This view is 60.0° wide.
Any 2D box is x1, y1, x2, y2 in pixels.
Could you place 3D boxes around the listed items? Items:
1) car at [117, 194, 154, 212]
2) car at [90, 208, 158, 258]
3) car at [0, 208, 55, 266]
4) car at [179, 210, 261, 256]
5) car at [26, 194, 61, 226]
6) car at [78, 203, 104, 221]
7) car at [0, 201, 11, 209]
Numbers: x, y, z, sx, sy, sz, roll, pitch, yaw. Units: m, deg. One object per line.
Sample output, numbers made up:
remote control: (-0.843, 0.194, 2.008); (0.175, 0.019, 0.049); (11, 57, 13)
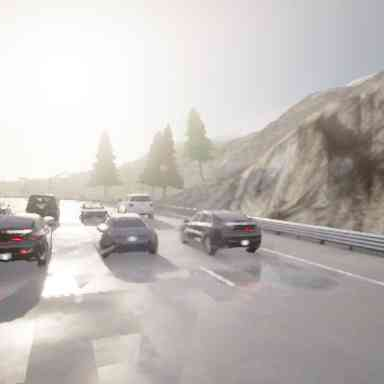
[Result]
car: (-4.815, 1.167, 27.918); (2.150, 2.045, 5.566); (0, 0, -22)
car: (-2.686, 1.534, 12.897); (1.994, 1.385, 4.181); (0, 0, -21)
car: (-5.704, 1.466, 10.970); (1.837, 1.490, 4.892); (0, -1, -20)
car: (0.911, 1.485, 13.269); (1.837, 1.490, 4.892); (0, -1, -20)
car: (-11.354, 1.146, 25.429); (2.150, 2.045, 5.566); (0, 0, -22)
car: (-7.931, 1.534, 26.286); (1.895, 1.301, 4.718); (0, 0, -22)
car: (-15.503, 1.430, 26.266); (1.812, 1.442, 4.674); (0, 0, -23)
